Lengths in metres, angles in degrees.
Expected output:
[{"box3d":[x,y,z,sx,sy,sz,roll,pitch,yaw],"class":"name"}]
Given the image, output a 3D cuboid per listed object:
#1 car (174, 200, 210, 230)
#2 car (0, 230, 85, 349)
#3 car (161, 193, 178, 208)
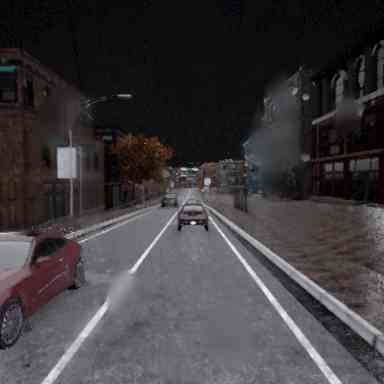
[{"box3d":[0.062,1.511,21.283,1.837,1.490,4.892,0,0,0],"class":"car"},{"box3d":[-3.485,1.523,6.364,1.812,1.442,4.674,0,0,0],"class":"car"},{"box3d":[-3.255,1.230,49.309,2.150,2.045,5.566,0,0,1],"class":"car"}]
